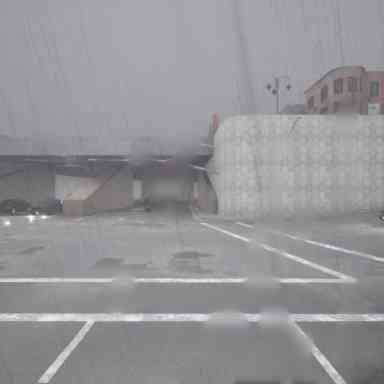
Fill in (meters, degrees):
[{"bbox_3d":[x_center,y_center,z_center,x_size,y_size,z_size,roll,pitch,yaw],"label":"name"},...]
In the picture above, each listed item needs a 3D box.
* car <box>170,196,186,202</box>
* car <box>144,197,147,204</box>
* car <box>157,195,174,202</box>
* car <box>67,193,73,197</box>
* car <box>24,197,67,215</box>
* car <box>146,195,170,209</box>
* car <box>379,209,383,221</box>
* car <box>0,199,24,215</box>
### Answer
[{"bbox_3d":[-2.931,1.524,73.667,1.812,1.442,4.674,0,0,24],"label":"car"},{"bbox_3d":[-8.119,1.547,65.029,2.033,1.411,5.357,0,0,4],"label":"car"},{"bbox_3d":[-5.976,1.500,75.461,1.837,1.490,4.892,0,0,24],"label":"car"},{"bbox_3d":[-18.879,1.223,53.653,2.150,2.045,5.566,0,0,-1],"label":"car"},{"bbox_3d":[-14.881,1.547,34.480,2.033,1.411,5.357,0,0,-2],"label":"car"},{"bbox_3d":[-4.466,1.491,44.583,2.128,1.511,4.902,0,0,-1],"label":"car"},{"bbox_3d":[12.781,0.873,18.258,4.674,1.442,1.812,-7,0,-1],"label":"car"},{"bbox_3d":[-18.369,1.478,34.070,1.882,1.535,5.008,0,0,-1],"label":"car"}]
